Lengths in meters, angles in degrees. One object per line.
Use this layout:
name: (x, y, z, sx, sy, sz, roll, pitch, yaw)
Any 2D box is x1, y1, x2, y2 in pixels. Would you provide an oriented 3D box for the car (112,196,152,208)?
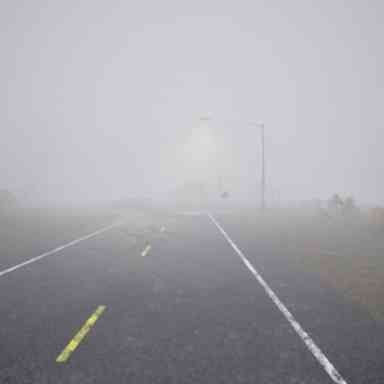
car: (-8.392, 1.514, 46.649, 5.357, 1.411, 2.033, 0, 0, -2)

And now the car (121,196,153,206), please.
car: (-8.840, 1.468, 53.633, 4.892, 1.490, 1.837, 0, 0, -2)

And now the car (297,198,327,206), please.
car: (19.763, 1.659, 54.406, 4.718, 1.301, 1.895, 0, 0, -2)
